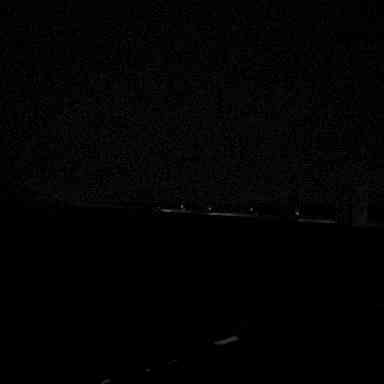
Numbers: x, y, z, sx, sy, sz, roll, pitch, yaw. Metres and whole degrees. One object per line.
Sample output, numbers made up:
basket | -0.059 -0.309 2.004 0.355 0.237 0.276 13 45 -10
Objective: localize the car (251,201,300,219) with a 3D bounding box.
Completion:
car | 7.555 1.598 30.319 2.128 1.511 4.902 1 -1 -36

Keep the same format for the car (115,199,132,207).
car | -13.326 2.031 64.293 1.882 1.535 5.008 1 -1 -36

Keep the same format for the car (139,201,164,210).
car | -6.035 1.921 49.214 1.895 1.301 4.718 1 -1 -36

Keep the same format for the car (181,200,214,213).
car | 0.610 1.703 39.953 2.128 1.511 4.902 1 -1 -36
